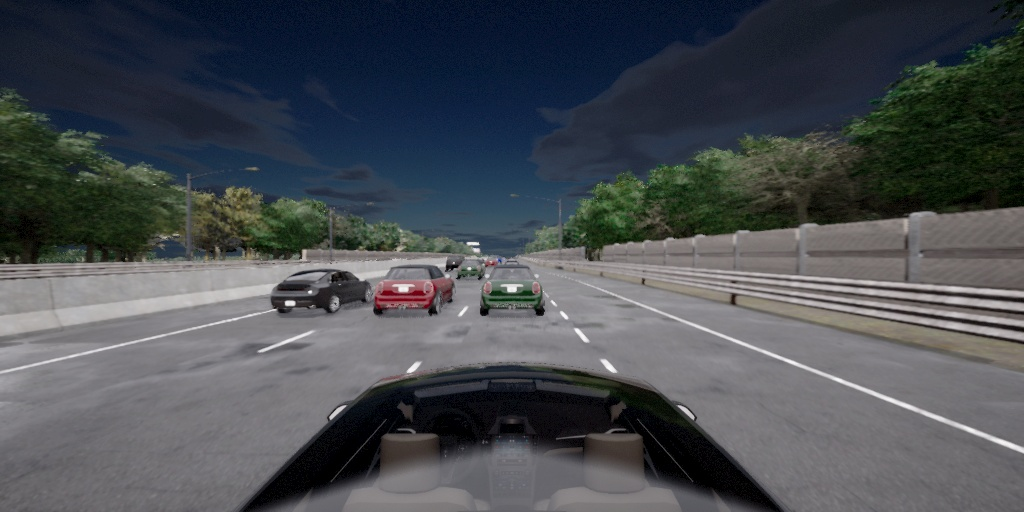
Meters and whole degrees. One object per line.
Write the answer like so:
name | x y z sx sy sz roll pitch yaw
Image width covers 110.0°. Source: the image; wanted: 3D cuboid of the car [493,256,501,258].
car | -3.511 1.068 62.133 2.097 1.767 4.553 0 0 0

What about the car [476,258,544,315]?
car | -0.001 1.097 13.673 2.097 1.767 4.553 0 0 0

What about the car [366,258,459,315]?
car | -3.502 1.096 13.672 2.097 1.767 4.553 0 0 0

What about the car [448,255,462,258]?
car | -7.007 0.941 45.653 2.150 2.045 5.566 0 0 0

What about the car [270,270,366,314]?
car | -7.002 1.250 13.728 1.837 1.490 4.892 0 0 0

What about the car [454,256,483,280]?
car | -3.505 1.079 31.534 2.097 1.767 4.553 0 0 0
